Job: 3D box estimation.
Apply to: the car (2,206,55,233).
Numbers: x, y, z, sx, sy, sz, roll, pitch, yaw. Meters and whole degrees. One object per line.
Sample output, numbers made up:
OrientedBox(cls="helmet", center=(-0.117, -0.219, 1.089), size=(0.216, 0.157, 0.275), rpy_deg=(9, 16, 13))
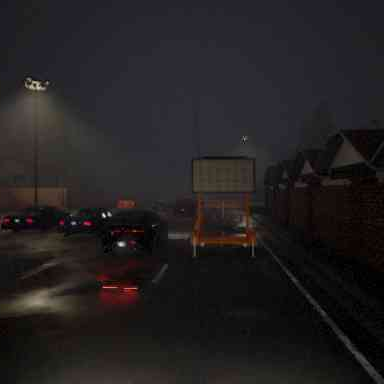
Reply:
OrientedBox(cls="car", center=(-8.688, 1.518, 19.450), size=(2.033, 1.411, 5.357), rpy_deg=(0, 0, 4))

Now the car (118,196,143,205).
OrientedBox(cls="car", center=(-7.107, 1.294, 38.692), size=(2.097, 1.767, 4.553), rpy_deg=(0, 0, 5))

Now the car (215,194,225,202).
OrientedBox(cls="car", center=(5.847, 1.401, 69.361), size=(1.837, 1.490, 4.892), rpy_deg=(0, 0, 5))

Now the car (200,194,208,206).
OrientedBox(cls="car", center=(0.958, 1.471, 51.375), size=(2.033, 1.411, 5.357), rpy_deg=(0, 0, 5))

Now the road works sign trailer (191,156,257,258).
OrientedBox(cls="road works sign trailer", center=(1.200, 0.445, 12.776), size=(2.380, 3.560, 2.880), rpy_deg=(0, 0, 5))

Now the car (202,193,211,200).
OrientedBox(cls="car", center=(3.453, 1.102, 82.966), size=(2.150, 2.045, 5.566), rpy_deg=(0, 0, 5))

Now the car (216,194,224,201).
OrientedBox(cls="car", center=(6.700, 1.270, 79.745), size=(2.033, 1.411, 5.357), rpy_deg=(0, 0, 5))

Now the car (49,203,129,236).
OrientedBox(cls="car", center=(-5.295, 1.520, 17.995), size=(2.033, 1.411, 5.357), rpy_deg=(0, 0, 5))

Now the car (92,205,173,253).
OrientedBox(cls="car", center=(-2.152, 1.484, 13.519), size=(1.837, 1.490, 4.892), rpy_deg=(0, 0, 5))

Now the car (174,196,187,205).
OrientedBox(cls="car", center=(-1.990, 1.439, 58.392), size=(1.812, 1.442, 4.674), rpy_deg=(0, 0, 5))

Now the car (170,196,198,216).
OrientedBox(cls="car", center=(-0.632, 1.430, 32.009), size=(1.882, 1.535, 5.008), rpy_deg=(0, 0, 5))

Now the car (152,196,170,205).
OrientedBox(cls="car", center=(-3.481, 1.541, 40.085), size=(1.895, 1.301, 4.718), rpy_deg=(0, 0, 5))

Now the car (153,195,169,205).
OrientedBox(cls="car", center=(-5.446, 1.390, 58.939), size=(1.882, 1.535, 5.008), rpy_deg=(0, 0, 5))
